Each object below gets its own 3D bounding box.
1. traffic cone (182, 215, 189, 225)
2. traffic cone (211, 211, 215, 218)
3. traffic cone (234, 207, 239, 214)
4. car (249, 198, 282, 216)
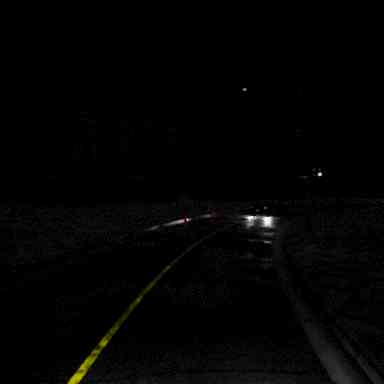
[{"bbox_3d":[-0.410,1.753,20.833,0.340,0.580,0.340,0,1,20],"label":"traffic cone"},{"bbox_3d":[1.623,1.713,25.653,0.340,0.580,0.340,1,1,25],"label":"traffic cone"},{"bbox_3d":[4.063,1.677,30.279,0.340,0.580,0.340,1,1,30],"label":"traffic cone"},{"bbox_3d":[6.756,1.265,30.030,1.812,1.442,4.674,1,1,32],"label":"car"}]
